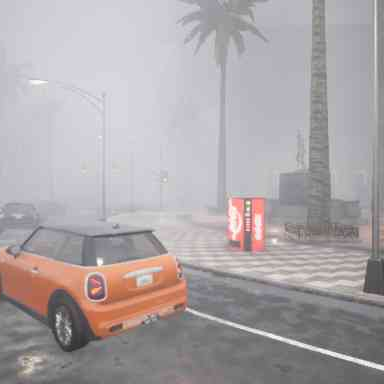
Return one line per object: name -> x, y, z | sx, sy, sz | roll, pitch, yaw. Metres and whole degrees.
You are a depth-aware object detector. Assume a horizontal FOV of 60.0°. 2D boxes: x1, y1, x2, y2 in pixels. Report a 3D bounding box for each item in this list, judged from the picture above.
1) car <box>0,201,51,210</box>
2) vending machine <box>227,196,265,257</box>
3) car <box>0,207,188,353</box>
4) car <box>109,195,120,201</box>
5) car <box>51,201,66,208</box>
car -> -9.806, 1.351, 19.541 | 2.097, 1.767, 4.553 | 0, 0, -18
vending machine -> 1.979, 1.195, 12.184 | 1.100, 2.100, 0.880 | 0, 0, -42
car -> -2.258, 1.352, 6.469 | 4.553, 1.767, 2.097 | 0, 0, 43
car -> -20.711, 1.513, 89.385 | 2.161, 1.482, 4.786 | 0, 0, 3
car -> -14.400, 1.563, 33.777 | 1.994, 1.385, 4.181 | 0, 0, 5
